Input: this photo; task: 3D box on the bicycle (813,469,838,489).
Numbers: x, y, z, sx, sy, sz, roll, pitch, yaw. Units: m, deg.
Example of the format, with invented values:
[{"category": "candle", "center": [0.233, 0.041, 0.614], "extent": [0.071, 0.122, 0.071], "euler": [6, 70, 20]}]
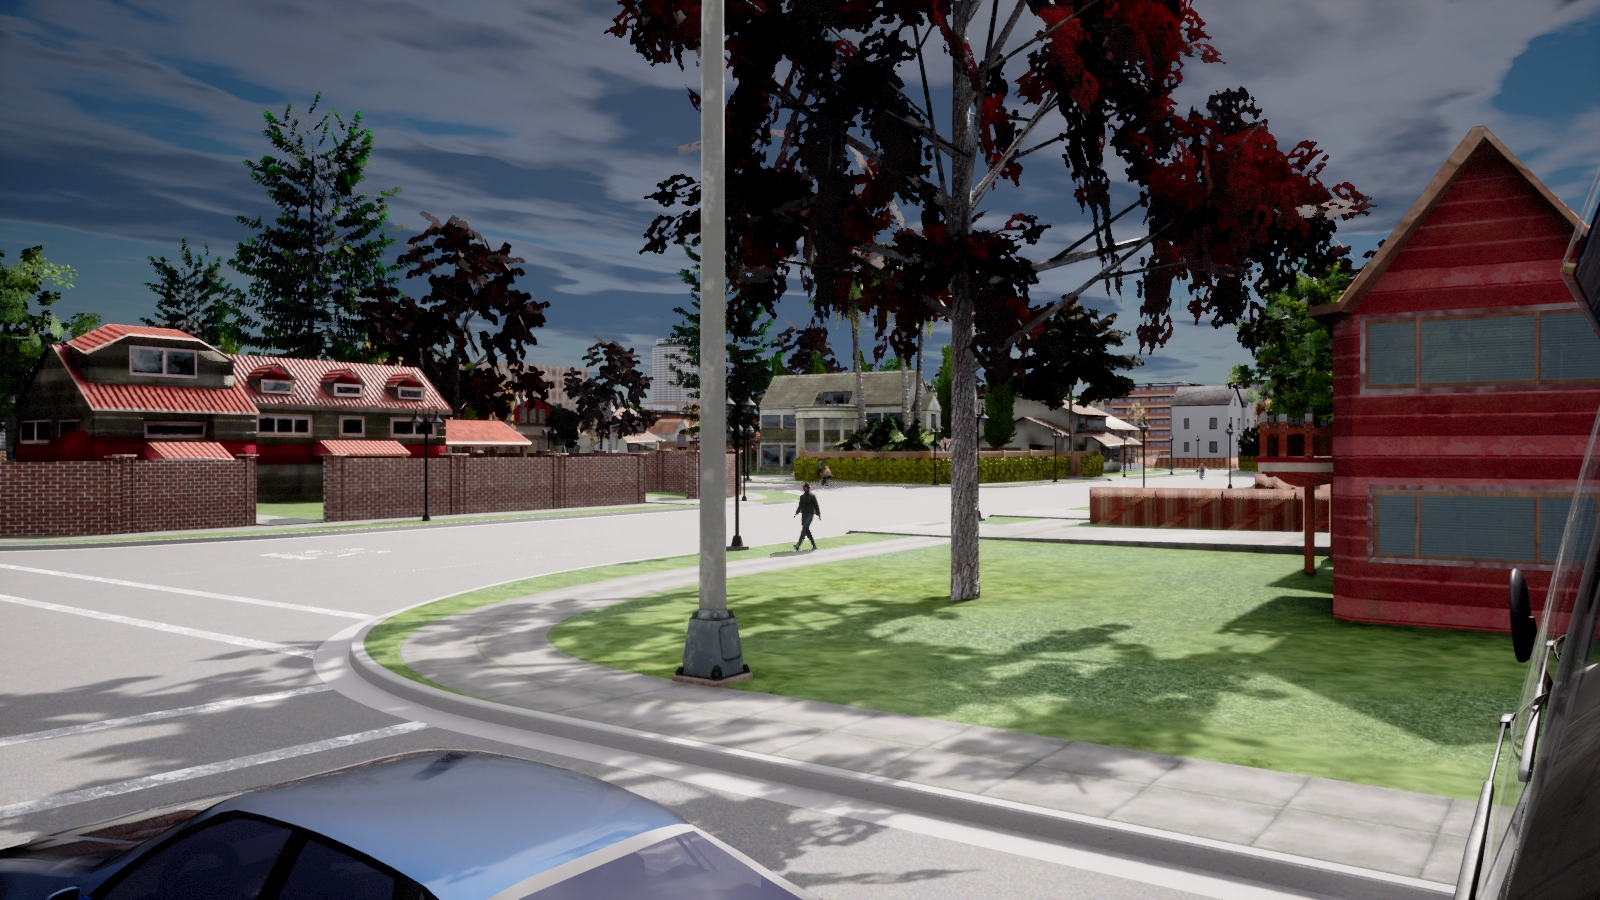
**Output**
[{"category": "bicycle", "center": [1.780, 2.008, 78.541], "extent": [1.487, 1.301, 0.859], "euler": [0, 1, 36]}]

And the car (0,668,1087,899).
[{"category": "car", "center": [-1.713, 2.106, 4.943], "extent": [5.357, 1.411, 2.033], "euler": [0, 0, 36]}]

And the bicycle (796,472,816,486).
[{"category": "bicycle", "center": [0.463, 2.256, 89.672], "extent": [0.859, 1.080, 1.487], "euler": [0, 0, 34]}]

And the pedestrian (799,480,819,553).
[{"category": "pedestrian", "center": [0.225, 1.704, 29.581], "extent": [0.375, 1.860, 0.375], "euler": [0, 0, 35]}]
